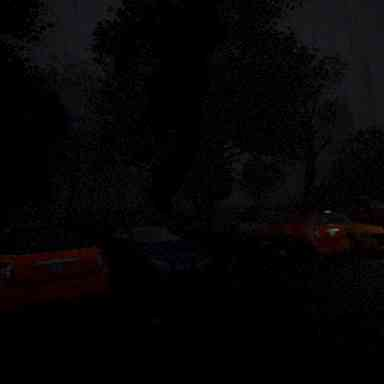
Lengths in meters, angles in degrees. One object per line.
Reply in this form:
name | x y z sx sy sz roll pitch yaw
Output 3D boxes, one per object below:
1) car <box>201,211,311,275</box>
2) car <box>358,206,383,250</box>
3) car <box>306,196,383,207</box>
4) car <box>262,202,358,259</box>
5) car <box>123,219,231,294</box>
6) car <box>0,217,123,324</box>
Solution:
car | 0.967 1.483 10.742 2.097 1.535 5.008 0 0 -35
car | 5.495 1.483 13.984 2.097 1.535 5.008 0 0 -35
car | 7.783 1.231 15.576 2.435 2.045 5.566 0 0 -36
car | 3.249 1.358 12.337 2.185 1.767 4.553 0 0 -35
car | -1.305 1.522 9.132 2.002 1.452 4.674 0 0 -36
car | -3.553 1.355 7.487 2.185 1.767 4.553 0 0 -35
